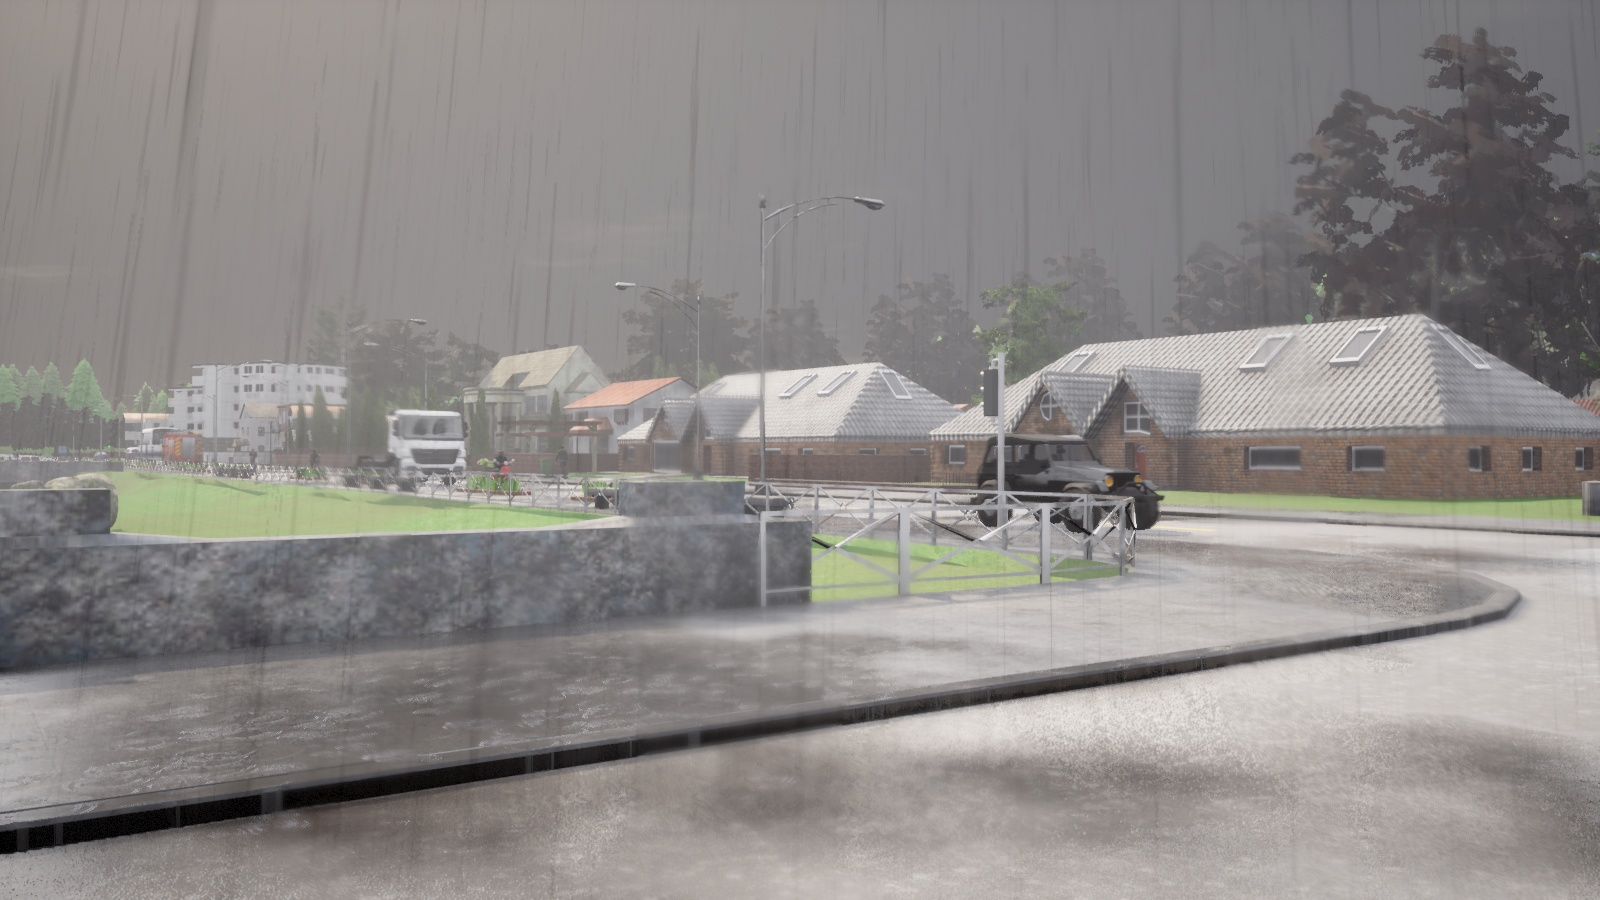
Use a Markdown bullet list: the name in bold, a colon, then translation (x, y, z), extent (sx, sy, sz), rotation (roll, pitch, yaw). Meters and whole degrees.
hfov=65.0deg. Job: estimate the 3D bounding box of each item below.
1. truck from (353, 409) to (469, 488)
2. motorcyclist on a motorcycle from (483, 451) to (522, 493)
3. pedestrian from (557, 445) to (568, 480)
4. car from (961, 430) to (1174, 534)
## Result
- **truck**: translation (-18.232, -0.056, 58.492), extent (2.891, 3.462, 7.936), rotation (0, 0, -35)
- **motorcyclist on a motorcycle**: translation (-11.598, 0.842, 48.963), extent (0.866, 1.590, 1.817), rotation (0, 0, -35)
- **pedestrian**: translation (-12.381, 0.641, 65.461), extent (0.353, 1.847, 0.614), rotation (0, 0, -35)
- **car**: translation (5.202, 0.590, 24.832), extent (1.905, 1.878, 3.866), rotation (0, 0, -35)
